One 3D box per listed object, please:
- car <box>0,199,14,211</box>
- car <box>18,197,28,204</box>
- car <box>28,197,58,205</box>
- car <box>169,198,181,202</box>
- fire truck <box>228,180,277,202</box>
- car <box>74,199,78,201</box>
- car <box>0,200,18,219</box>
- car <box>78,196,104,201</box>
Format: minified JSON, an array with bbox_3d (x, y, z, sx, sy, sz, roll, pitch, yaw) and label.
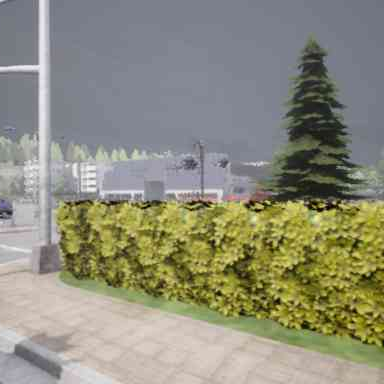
[{"bbox_3d":[-25.843,1.769,43.852,1.845,1.501,3.633,-1,0,36],"label":"car"},{"bbox_3d":[-36.293,1.941,73.348,1.970,1.475,3.806,-1,0,36],"label":"car"},{"bbox_3d":[-30.899,1.806,69.858,2.152,1.636,5.027,-1,0,36],"label":"car"},{"bbox_3d":[-2.929,1.724,50.029,1.845,1.501,3.633,-1,0,36],"label":"car"},{"bbox_3d":[7.615,0.558,40.800,2.891,3.827,8.468,-1,0,35],"label":"fire truck"},{"bbox_3d":[-20.521,1.616,62.376,1.905,1.878,3.866,-1,0,36],"label":"car"},{"bbox_3d":[-18.147,1.642,28.907,2.007,1.523,4.514,-1,0,36],"label":"car"},{"bbox_3d":[-17.923,1.612,61.011,1.932,1.855,4.605,-1,0,36],"label":"car"}]
